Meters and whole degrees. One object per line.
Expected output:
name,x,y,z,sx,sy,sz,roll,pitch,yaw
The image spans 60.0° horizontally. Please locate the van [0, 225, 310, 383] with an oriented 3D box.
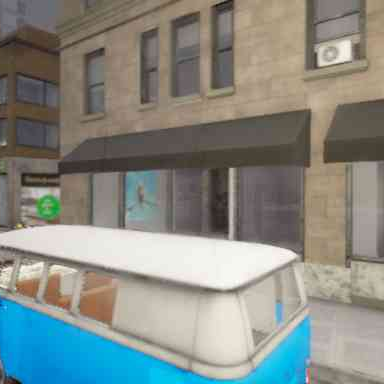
van,-0.818,1.331,3.545,3.998,1.788,1.690,0,0,36
